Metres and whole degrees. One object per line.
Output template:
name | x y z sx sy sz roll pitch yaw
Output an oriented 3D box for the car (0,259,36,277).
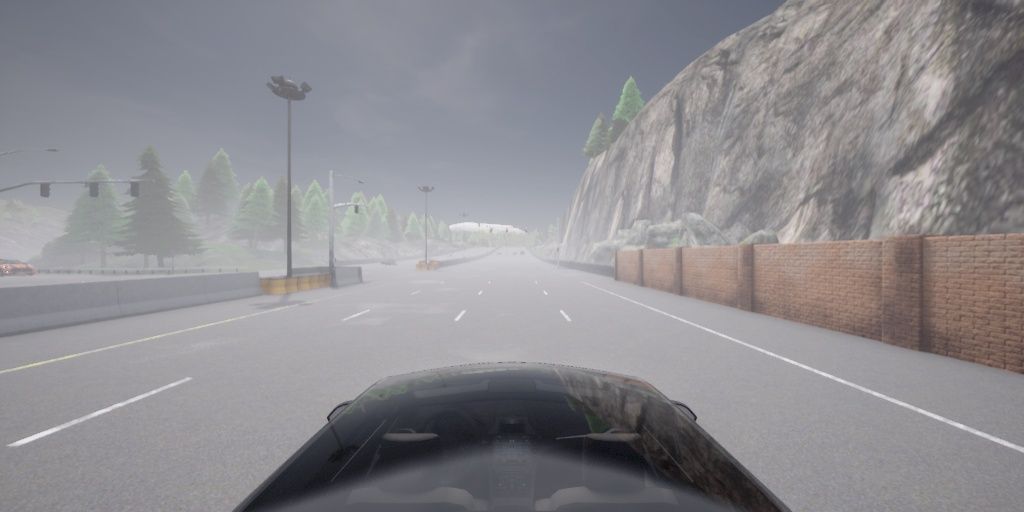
car | -49.095 1.072 34.849 4.553 1.767 2.097 0 0 12
